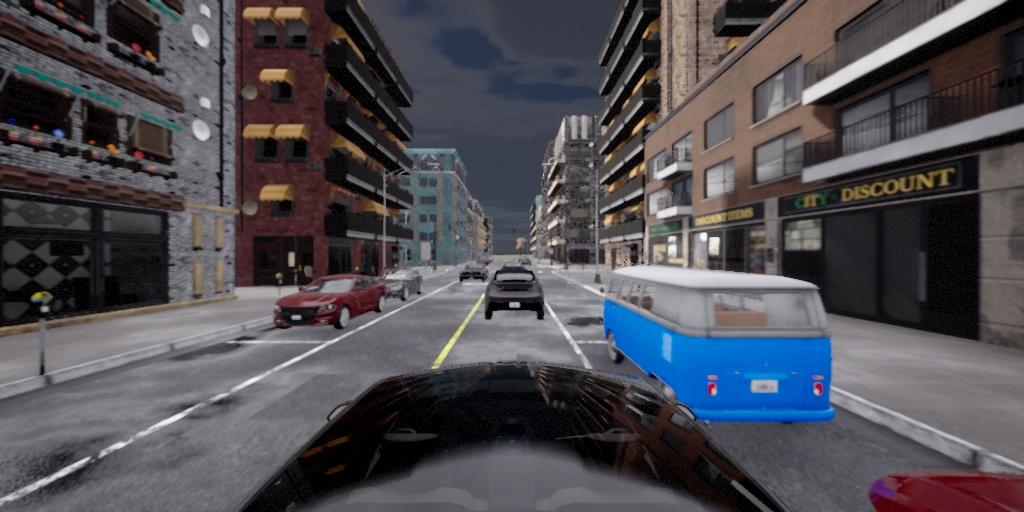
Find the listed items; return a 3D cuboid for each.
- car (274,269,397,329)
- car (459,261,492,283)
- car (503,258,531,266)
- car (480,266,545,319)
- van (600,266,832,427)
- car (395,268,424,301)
[{"bbox_3d":[-5.314,1.259,11.082,1.888,1.381,4.507,0,0,0],"label":"car"},{"bbox_3d":[-2.828,1.249,27.120,1.895,1.301,4.718,0,0,0],"label":"car"},{"bbox_3d":[0.085,1.137,27.500,2.128,1.511,4.902,0,0,0],"label":"car"},{"bbox_3d":[0.083,1.206,12.581,1.837,1.490,4.892,0,-2,0],"label":"car"},{"bbox_3d":[2.565,1.076,5.493,1.690,1.789,3.998,0,0,0],"label":"van"},{"bbox_3d":[-5.313,1.241,16.670,2.007,1.370,4.403,0,0,0],"label":"car"}]
